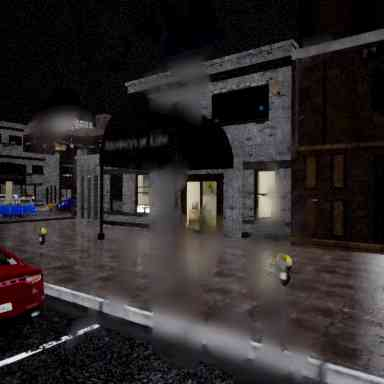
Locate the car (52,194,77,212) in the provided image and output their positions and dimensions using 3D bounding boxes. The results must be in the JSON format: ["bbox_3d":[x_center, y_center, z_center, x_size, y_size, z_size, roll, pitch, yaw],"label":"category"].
[{"bbox_3d":[-13.906,1.284,41.228,2.150,2.045,5.566,0,0,36],"label":"car"}]

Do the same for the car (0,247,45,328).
[{"bbox_3d":[-4.531,1.544,6.099,4.507,1.381,1.887,0,0,35],"label":"car"}]

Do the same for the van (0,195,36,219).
[{"bbox_3d":[-15.623,1.413,28.713,1.690,1.788,3.998,0,0,35],"label":"van"}]

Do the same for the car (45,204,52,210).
[{"bbox_3d":[-16.227,1.569,42.442,1.752,1.417,4.829,0,0,35],"label":"car"}]
